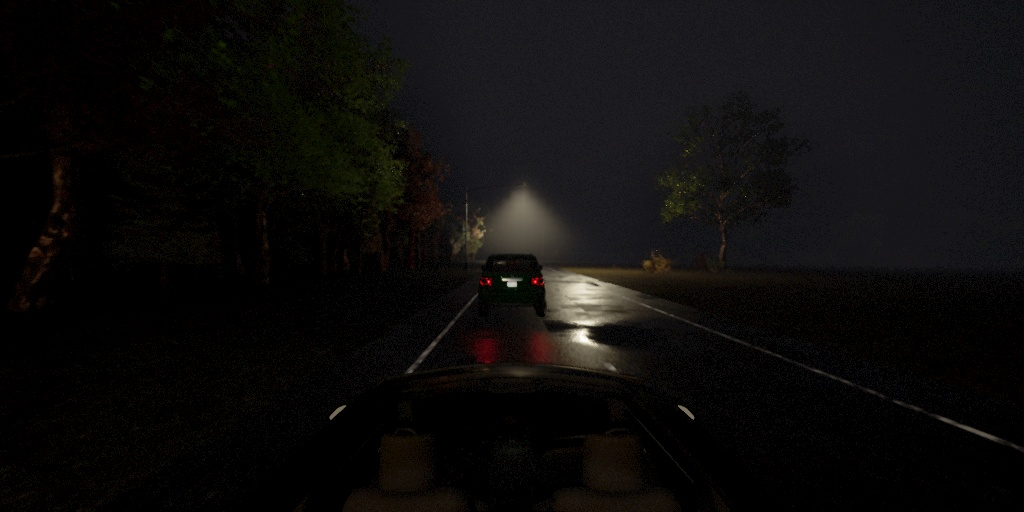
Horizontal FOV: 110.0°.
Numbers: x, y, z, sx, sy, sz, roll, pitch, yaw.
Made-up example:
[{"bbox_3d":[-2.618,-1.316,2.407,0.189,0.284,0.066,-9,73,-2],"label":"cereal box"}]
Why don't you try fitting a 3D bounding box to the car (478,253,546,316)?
[{"bbox_3d":[-0.001,0.925,13.313,2.150,2.045,5.566,0,0,0],"label":"car"}]
